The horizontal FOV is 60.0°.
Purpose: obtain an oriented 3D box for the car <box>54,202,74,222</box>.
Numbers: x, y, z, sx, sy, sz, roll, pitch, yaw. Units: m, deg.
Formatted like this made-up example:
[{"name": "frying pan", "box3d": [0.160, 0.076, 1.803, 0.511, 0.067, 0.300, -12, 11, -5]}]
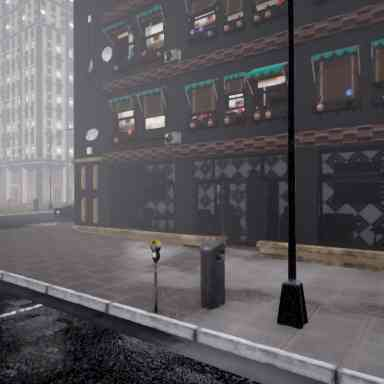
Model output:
[{"name": "car", "box3d": [-7.303, 1.279, 22.814, 1.947, 1.339, 4.313, 1, 1, 35]}]
